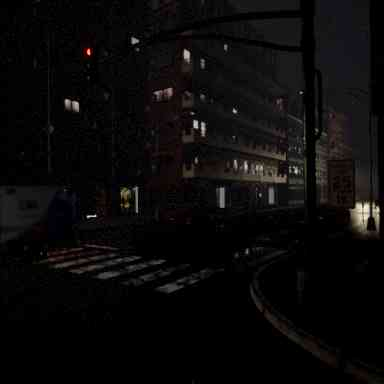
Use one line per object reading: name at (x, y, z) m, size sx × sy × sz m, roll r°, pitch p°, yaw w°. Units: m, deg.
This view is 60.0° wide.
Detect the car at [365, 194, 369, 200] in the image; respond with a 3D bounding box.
car at (42.373, 1.228, 81.299) m, size 1.947 × 1.339 × 4.313 m, roll -1°, pitch 0°, yaw 36°

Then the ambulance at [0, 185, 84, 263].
ambulance at (-6.593, 1.031, 10.012) m, size 2.351 × 2.431 × 6.366 m, roll -1°, pitch 0°, yaw 36°

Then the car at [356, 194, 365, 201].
car at (35.651, 1.290, 72.136) m, size 1.802 × 1.307 × 4.206 m, roll -1°, pitch 0°, yaw 36°

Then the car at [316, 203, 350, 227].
car at (8.882, 1.371, 21.305) m, size 1.887 × 1.381 × 4.507 m, roll -1°, pitch 0°, yaw 36°

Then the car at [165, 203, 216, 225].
car at (-0.044, 1.512, 23.697) m, size 1.887 × 1.381 × 4.507 m, roll -1°, pitch 0°, yaw 36°

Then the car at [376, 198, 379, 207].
car at (25.702, 1.228, 44.409) m, size 1.752 × 1.417 × 4.829 m, roll -1°, pitch 0°, yaw 36°
